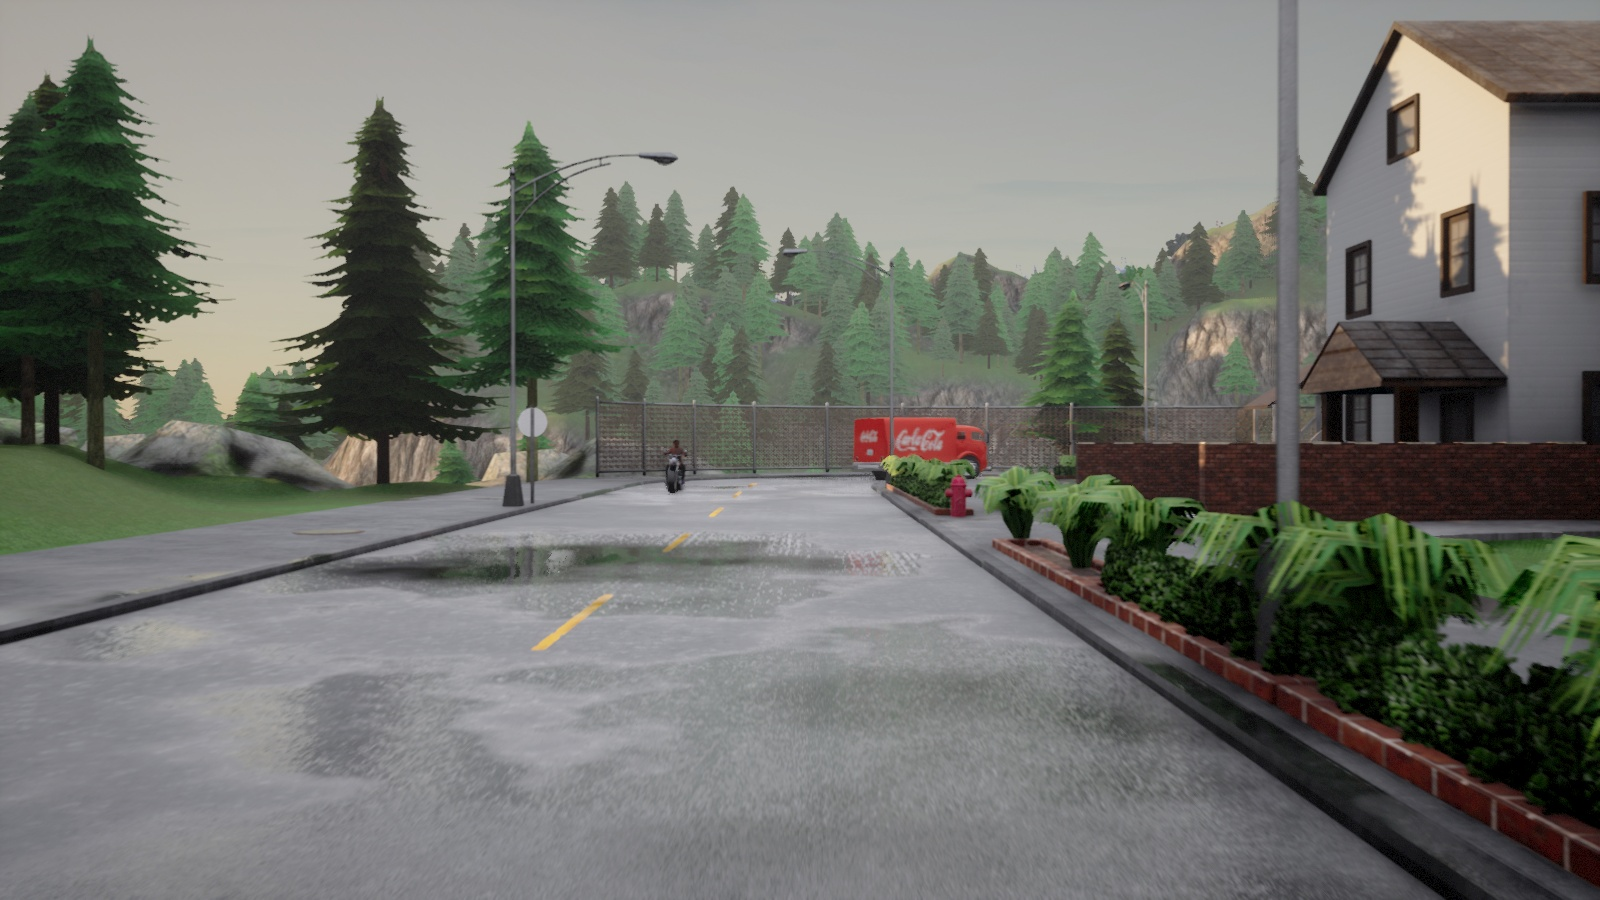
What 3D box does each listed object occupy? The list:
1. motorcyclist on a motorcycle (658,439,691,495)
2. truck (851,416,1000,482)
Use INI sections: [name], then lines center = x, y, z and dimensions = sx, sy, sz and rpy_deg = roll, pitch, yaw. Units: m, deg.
[motorcyclist on a motorcycle]
center = -3.781, 0.480, 38.020
dimensions = 0.766, 1.649, 2.350
rpy_deg = 0, 0, 0
[truck]
center = 4.904, -0.013, 49.074
dimensions = 5.204, 2.467, 2.627
rpy_deg = 0, -1, -29
